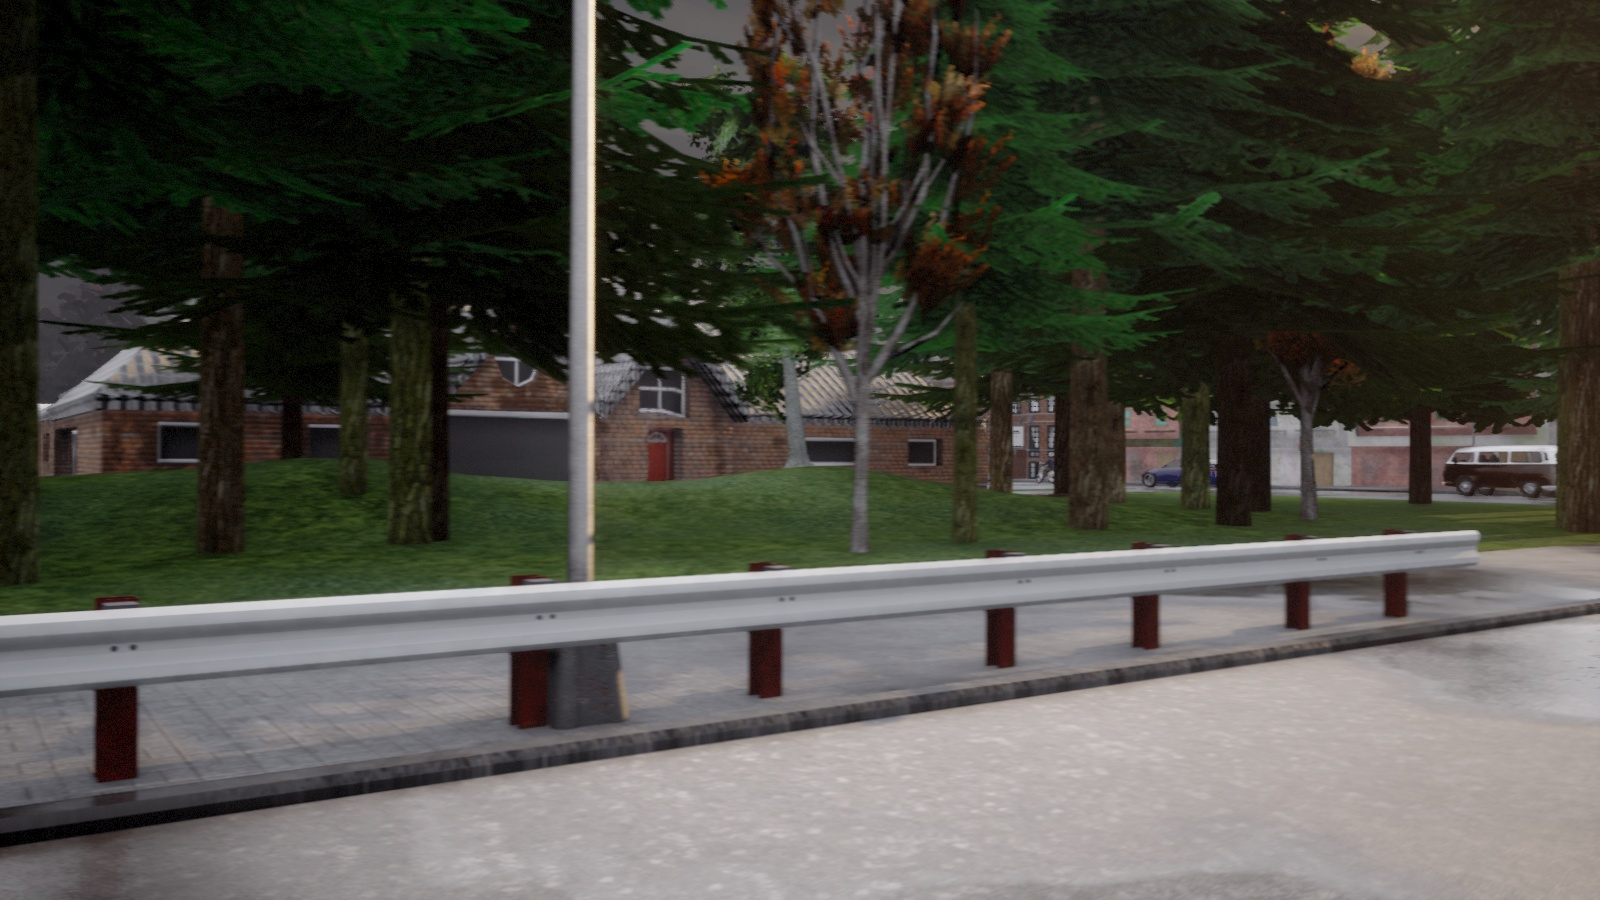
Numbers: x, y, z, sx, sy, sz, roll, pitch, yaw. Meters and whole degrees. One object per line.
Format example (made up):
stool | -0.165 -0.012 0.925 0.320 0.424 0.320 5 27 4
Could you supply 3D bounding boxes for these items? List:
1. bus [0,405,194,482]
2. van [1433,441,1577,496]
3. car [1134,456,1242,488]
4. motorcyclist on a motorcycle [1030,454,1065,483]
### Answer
bus | -40.713 -0.340 72.016 10.273 4.253 3.944 0 0 -18
van | 27.589 0.712 49.273 2.069 2.038 4.480 0 0 -35
car | 19.010 1.037 61.743 2.163 1.488 4.792 0 0 -35
motorcyclist on a motorcycle | 13.676 1.022 69.497 0.866 1.590 1.817 0 0 -35
